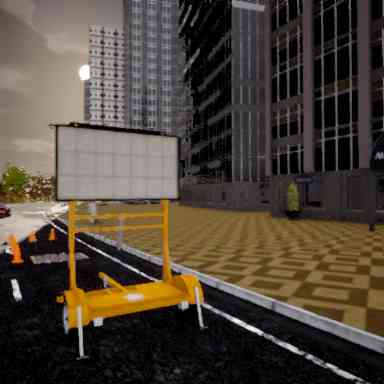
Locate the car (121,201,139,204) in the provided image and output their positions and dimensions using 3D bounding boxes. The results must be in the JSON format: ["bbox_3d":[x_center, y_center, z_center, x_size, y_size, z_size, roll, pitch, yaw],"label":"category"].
[{"bbox_3d":[-16.330,2.626,89.246,4.097,1.590,1.967,-1,0,-16],"label":"car"}]

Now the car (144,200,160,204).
[{"bbox_3d":[-10.884,2.703,90.891,4.313,1.339,1.947,-1,0,-16],"label":"car"}]

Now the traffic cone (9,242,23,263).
[{"bbox_3d":[-6.152,2.159,11.726,0.340,0.580,0.340,0,-1,-31],"label":"traffic cone"}]

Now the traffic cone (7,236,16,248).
[{"bbox_3d":[-7.170,2.189,13.447,0.340,0.580,0.340,0,-1,-31],"label":"traffic cone"}]

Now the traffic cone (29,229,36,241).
[{"bbox_3d":[-8.346,2.252,17.398,0.340,0.580,0.340,0,-1,-31],"label":"traffic cone"}]

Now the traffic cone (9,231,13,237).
[{"bbox_3d":[-8.189,2.219,15.168,0.340,0.580,0.340,0,-1,-31],"label":"traffic cone"}]

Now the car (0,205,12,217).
[{"bbox_3d":[-22.836,2.260,39.755,1.994,1.385,4.181,0,-1,-25],"label":"car"}]

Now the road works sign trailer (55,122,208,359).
[{"bbox_3d":[-1.408,0.566,6.427,2.380,3.560,2.880,0,-1,-31],"label":"road works sign trailer"}]
